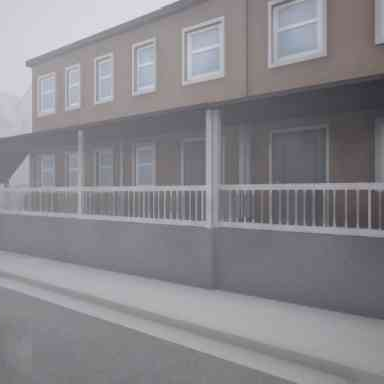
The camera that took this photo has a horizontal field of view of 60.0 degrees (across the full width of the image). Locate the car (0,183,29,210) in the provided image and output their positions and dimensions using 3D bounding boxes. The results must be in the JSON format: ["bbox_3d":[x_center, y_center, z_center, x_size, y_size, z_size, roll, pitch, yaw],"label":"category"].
[{"bbox_3d":[-15.188,0.727,27.240,2.150,2.045,5.566,0,14,34],"label":"car"}]
